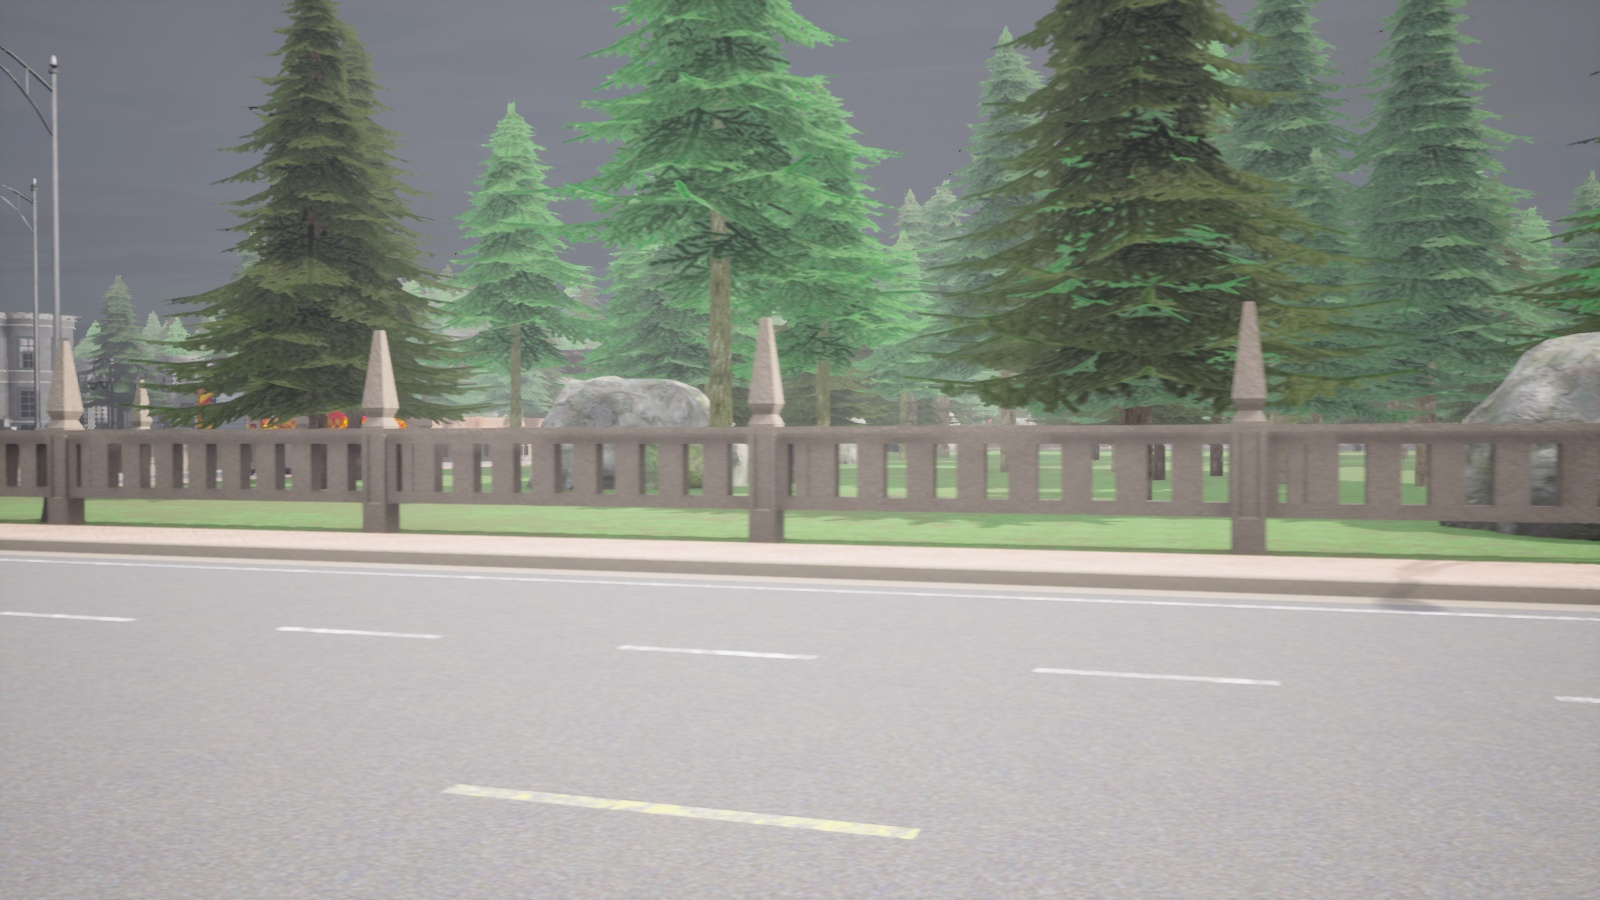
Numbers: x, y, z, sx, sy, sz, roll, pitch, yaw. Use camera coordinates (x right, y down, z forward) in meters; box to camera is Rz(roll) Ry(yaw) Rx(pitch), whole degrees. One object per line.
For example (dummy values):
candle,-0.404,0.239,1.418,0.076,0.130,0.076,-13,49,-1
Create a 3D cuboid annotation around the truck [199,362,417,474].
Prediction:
truck,-18.185,-1.159,47.202,2.891,3.827,8.468,1,1,18
